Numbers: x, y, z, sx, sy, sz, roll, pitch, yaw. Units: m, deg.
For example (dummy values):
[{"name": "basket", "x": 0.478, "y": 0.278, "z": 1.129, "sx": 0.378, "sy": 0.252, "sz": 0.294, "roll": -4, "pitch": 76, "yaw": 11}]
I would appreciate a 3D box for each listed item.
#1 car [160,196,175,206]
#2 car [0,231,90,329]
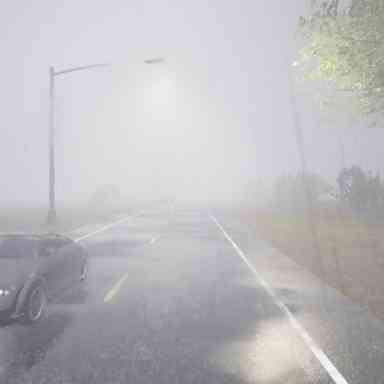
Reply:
[{"name": "car", "x": -3.556, "y": 1.351, "z": 49.494, "sx": 1.994, "sy": 1.385, "sz": 4.181, "roll": 0, "pitch": 0, "yaw": 0}, {"name": "car", "x": -3.598, "y": 1.539, "z": 6.860, "sx": 1.994, "sy": 1.385, "sz": 4.181, "roll": 0, "pitch": 0, "yaw": 0}]
